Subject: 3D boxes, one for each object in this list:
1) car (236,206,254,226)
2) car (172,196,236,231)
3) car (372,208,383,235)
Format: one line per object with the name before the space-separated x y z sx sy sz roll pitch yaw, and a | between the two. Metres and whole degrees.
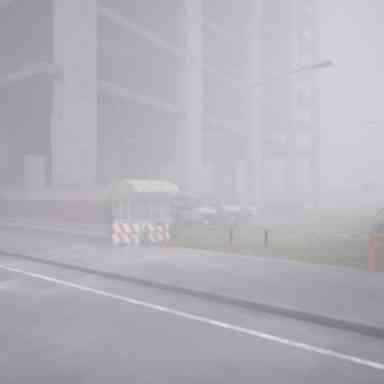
car | 1.994 1.192 22.132 3.866 1.878 1.905 0 0 36
car | 0.271 1.193 19.748 3.866 1.878 1.905 0 0 36
car | 10.488 1.339 15.036 3.988 1.617 1.851 0 0 36
